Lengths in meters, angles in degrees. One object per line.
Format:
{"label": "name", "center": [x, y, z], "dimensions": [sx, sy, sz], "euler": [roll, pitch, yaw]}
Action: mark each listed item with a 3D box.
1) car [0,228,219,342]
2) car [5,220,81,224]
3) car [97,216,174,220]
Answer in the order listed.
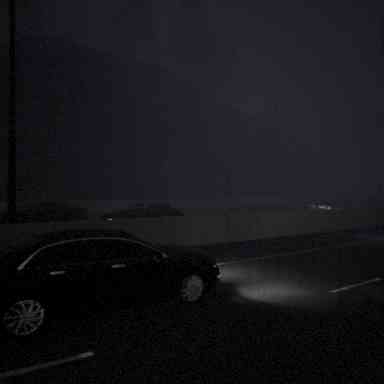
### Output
{"label": "car", "center": [-1.728, 1.455, 6.365], "dimensions": [4.892, 1.490, 1.837], "euler": [-1, 1, -31]}
{"label": "car", "center": [-8.572, 1.313, 18.817], "dimensions": [5.008, 1.535, 1.882], "euler": [0, 0, -32]}
{"label": "car", "center": [-2.764, 1.358, 18.402], "dimensions": [4.902, 1.511, 2.128], "euler": [0, 0, -34]}
